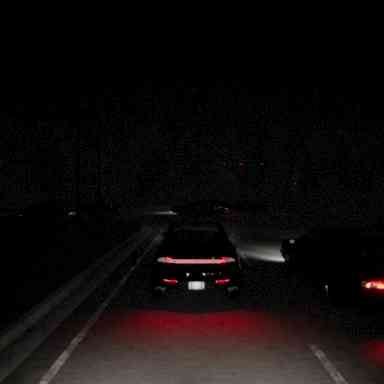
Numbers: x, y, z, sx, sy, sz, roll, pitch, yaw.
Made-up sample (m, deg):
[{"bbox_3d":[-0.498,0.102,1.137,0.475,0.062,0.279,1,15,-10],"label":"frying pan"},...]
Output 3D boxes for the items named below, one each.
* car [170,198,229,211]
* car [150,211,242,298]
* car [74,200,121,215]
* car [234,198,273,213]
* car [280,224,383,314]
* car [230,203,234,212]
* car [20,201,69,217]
[{"bbox_3d":[0.478,1.499,32.297,5.357,1.411,2.033,0,0,34],"label":"car"},{"bbox_3d":[0.099,1.479,8.457,2.128,1.511,4.902,0,0,0],"label":"car"},{"bbox_3d":[-9.286,1.477,32.612,4.674,1.442,1.812,0,0,15],"label":"car"},{"bbox_3d":[6.325,1.438,35.861,4.902,1.511,2.128,0,0,43],"label":"car"},{"bbox_3d":[3.597,1.536,7.831,2.033,1.411,5.357,0,0,0],"label":"car"},{"bbox_3d":[1.576,1.452,35.220,4.892,1.490,1.837,0,-1,35],"label":"car"},{"bbox_3d":[-13.316,1.519,29.861,4.181,1.385,1.994,0,0,9],"label":"car"}]
